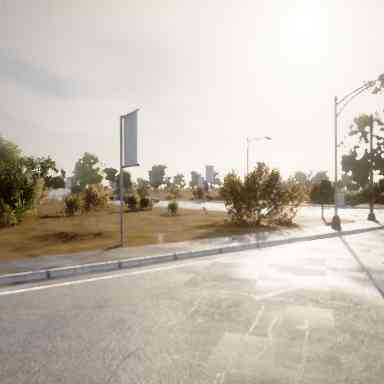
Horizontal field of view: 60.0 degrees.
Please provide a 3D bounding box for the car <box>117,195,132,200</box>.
[{"bbox_3d":[-17.414,1.387,85.214,1.895,1.301,4.718,0,0,-37],"label":"car"}]

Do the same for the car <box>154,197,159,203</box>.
[{"bbox_3d":[-7.830,1.452,61.542,1.994,1.385,4.181,0,0,-39],"label":"car"}]

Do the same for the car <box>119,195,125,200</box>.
[{"bbox_3d":[-10.567,1.394,59.360,2.128,1.511,4.902,0,0,-39],"label":"car"}]

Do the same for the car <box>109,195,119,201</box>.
[{"bbox_3d":[-19.932,1.324,82.741,2.033,1.411,5.357,0,0,-37],"label":"car"}]
